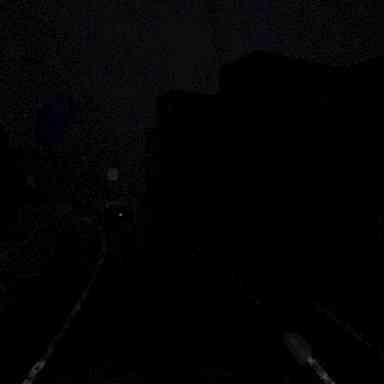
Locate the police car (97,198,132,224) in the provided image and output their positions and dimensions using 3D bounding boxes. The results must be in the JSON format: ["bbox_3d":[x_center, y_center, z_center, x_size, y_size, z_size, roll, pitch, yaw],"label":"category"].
[{"bbox_3d":[-5.796,1.311,24.436,1.930,1.638,5.238,-2,1,-24],"label":"police car"}]

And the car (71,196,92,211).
[{"bbox_3d":[-13.421,1.306,40.234,2.097,1.767,4.553,-2,1,-24],"label":"car"}]
